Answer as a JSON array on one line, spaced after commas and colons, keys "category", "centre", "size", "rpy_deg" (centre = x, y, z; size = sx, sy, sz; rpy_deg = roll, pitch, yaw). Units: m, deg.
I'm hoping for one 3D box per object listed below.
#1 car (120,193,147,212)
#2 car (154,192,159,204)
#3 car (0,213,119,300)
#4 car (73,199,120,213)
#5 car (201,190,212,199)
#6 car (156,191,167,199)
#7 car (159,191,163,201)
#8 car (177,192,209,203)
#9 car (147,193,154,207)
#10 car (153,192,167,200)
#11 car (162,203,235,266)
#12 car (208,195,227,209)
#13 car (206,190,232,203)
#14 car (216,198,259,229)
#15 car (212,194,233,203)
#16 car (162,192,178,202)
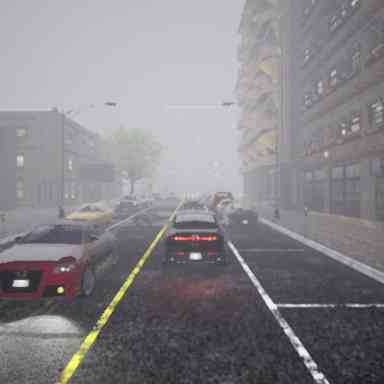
[{"category": "car", "centre": [-5.643, 0.968, 30.365], "size": [1.967, 1.590, 4.097], "rpy_deg": [1, 1, 0]}, {"category": "car", "centre": [-5.646, 0.936, 41.740], "size": [1.802, 1.307, 4.206], "rpy_deg": [1, 1, 0]}, {"category": "car", "centre": [-3.100, 1.437, 8.019], "size": [1.994, 1.385, 4.181], "rpy_deg": [0, 1, 0]}, {"category": "car", "centre": [-5.644, 1.231, 18.826], "size": [1.752, 1.417, 4.829], "rpy_deg": [1, 1, 0]}, {"category": "car", "centre": [2.749, 0.451, 64.538], "size": [1.967, 1.590, 4.097], "rpy_deg": [1, 1, 0]}, {"category": "car", "centre": [-5.817, 0.539, 64.315], "size": [1.752, 1.417, 4.829], "rpy_deg": [1, 1, 0]}, {"category": "car", "centre": [-5.646, 0.748, 53.112], "size": [1.947, 1.339, 4.313], "rpy_deg": [1, 1, 0]}, {"category": "car", "centre": [0.098, 1.044, 28.751], "size": [2.128, 1.511, 4.902], "rpy_deg": [0, 1, 0]}, {"category": "car", "centre": [-5.644, 0.881, 36.053], "size": [1.967, 1.590, 4.097], "rpy_deg": [1, 1, 0]}, {"category": "car", "centre": [-5.646, 0.648, 58.799], "size": [2.008, 1.369, 4.403], "rpy_deg": [1, 1, 0]}, {"category": "car", "centre": [0.097, 1.335, 10.815], "size": [1.837, 1.490, 4.892], "rpy_deg": [0, 1, 0]}, {"category": "car", "centre": [2.701, 1.022, 36.113], "size": [1.802, 1.307, 4.206], "rpy_deg": [1, 1, 0]}, {"category": "car", "centre": [2.706, 0.842, 30.424], "size": [2.192, 1.841, 5.009], "rpy_deg": [1, 1, 0]}, {"category": "car", "centre": [2.702, 1.253, 19.055], "size": [2.008, 1.369, 4.403], "rpy_deg": [1, 1, 0]}, {"category": "car", "centre": [2.702, 1.137, 24.910], "size": [1.752, 1.417, 4.829], "rpy_deg": [1, 1, 0]}, {"category": "car", "centre": [-3.002, 0.703, 50.545], "size": [1.882, 1.535, 5.008], "rpy_deg": [0, 1, 0]}]
